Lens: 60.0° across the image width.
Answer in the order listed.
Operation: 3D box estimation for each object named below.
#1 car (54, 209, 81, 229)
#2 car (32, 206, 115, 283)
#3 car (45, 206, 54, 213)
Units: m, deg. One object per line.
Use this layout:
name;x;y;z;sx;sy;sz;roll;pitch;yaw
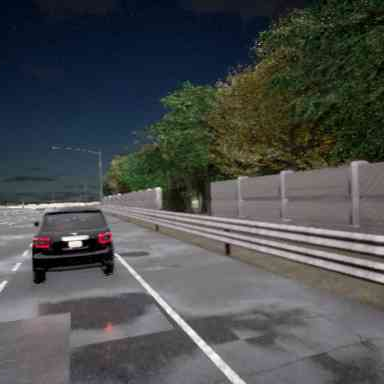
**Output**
car;-10.731;2.225;28.755;1.994;1.385;4.181;-2;-1;-21
car;-3.947;1.485;11.028;2.150;2.045;5.566;-2;-1;-21
car;-33.834;4.131;79.025;1.895;1.301;4.718;-2;-2;-21
